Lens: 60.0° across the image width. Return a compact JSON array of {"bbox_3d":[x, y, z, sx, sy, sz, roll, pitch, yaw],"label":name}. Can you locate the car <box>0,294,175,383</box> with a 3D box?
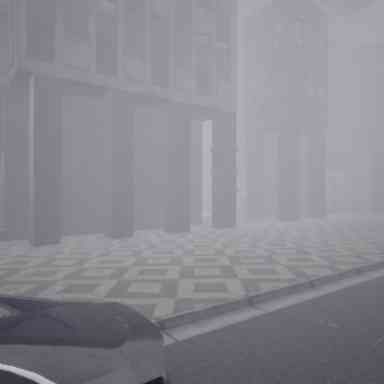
[{"bbox_3d":[-2.372,1.499,1.686,4.902,1.511,2.128,-1,0,-36],"label":"car"}]
